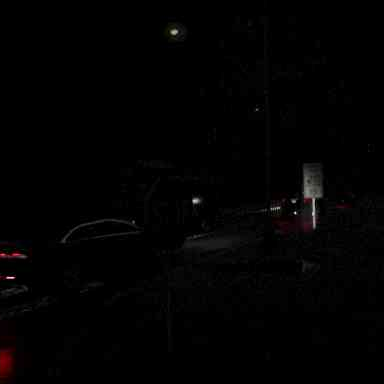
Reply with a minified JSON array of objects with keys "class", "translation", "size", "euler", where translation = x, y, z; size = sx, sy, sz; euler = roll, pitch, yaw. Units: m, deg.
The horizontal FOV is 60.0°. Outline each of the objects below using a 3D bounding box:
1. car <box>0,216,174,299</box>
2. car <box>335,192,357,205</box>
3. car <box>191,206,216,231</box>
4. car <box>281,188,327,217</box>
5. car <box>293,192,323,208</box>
[{"class":"car","translation":[-2.361,1.324,8.123],"size":[2.128,1.511,4.902],"euler":[-1,0,33]},{"class":"car","translation":[18.715,0.752,40.359],"size":[1.837,1.490,4.892],"euler":[-1,0,33]},{"class":"car","translation":[-0.778,1.344,15.934],"size":[1.895,1.301,4.718],"euler":[-1,0,33]},{"class":"car","translation":[8.259,0.694,24.385],"size":[2.150,2.045,5.566],"euler":[-1,0,33]},{"class":"car","translation":[12.895,0.843,36.791],"size":[1.882,1.535,5.008],"euler":[-1,0,34]}]
